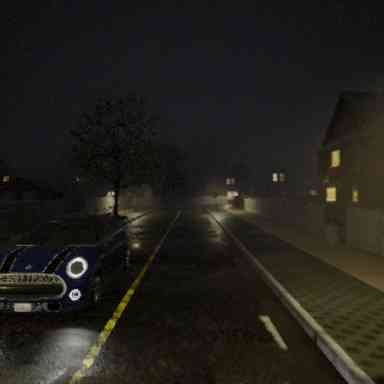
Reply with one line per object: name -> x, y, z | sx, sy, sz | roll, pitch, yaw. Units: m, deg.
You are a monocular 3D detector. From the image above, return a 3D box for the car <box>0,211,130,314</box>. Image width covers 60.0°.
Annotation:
car -> -2.851, 1.353, 7.852 | 2.097, 1.767, 4.553 | 0, 0, 0
